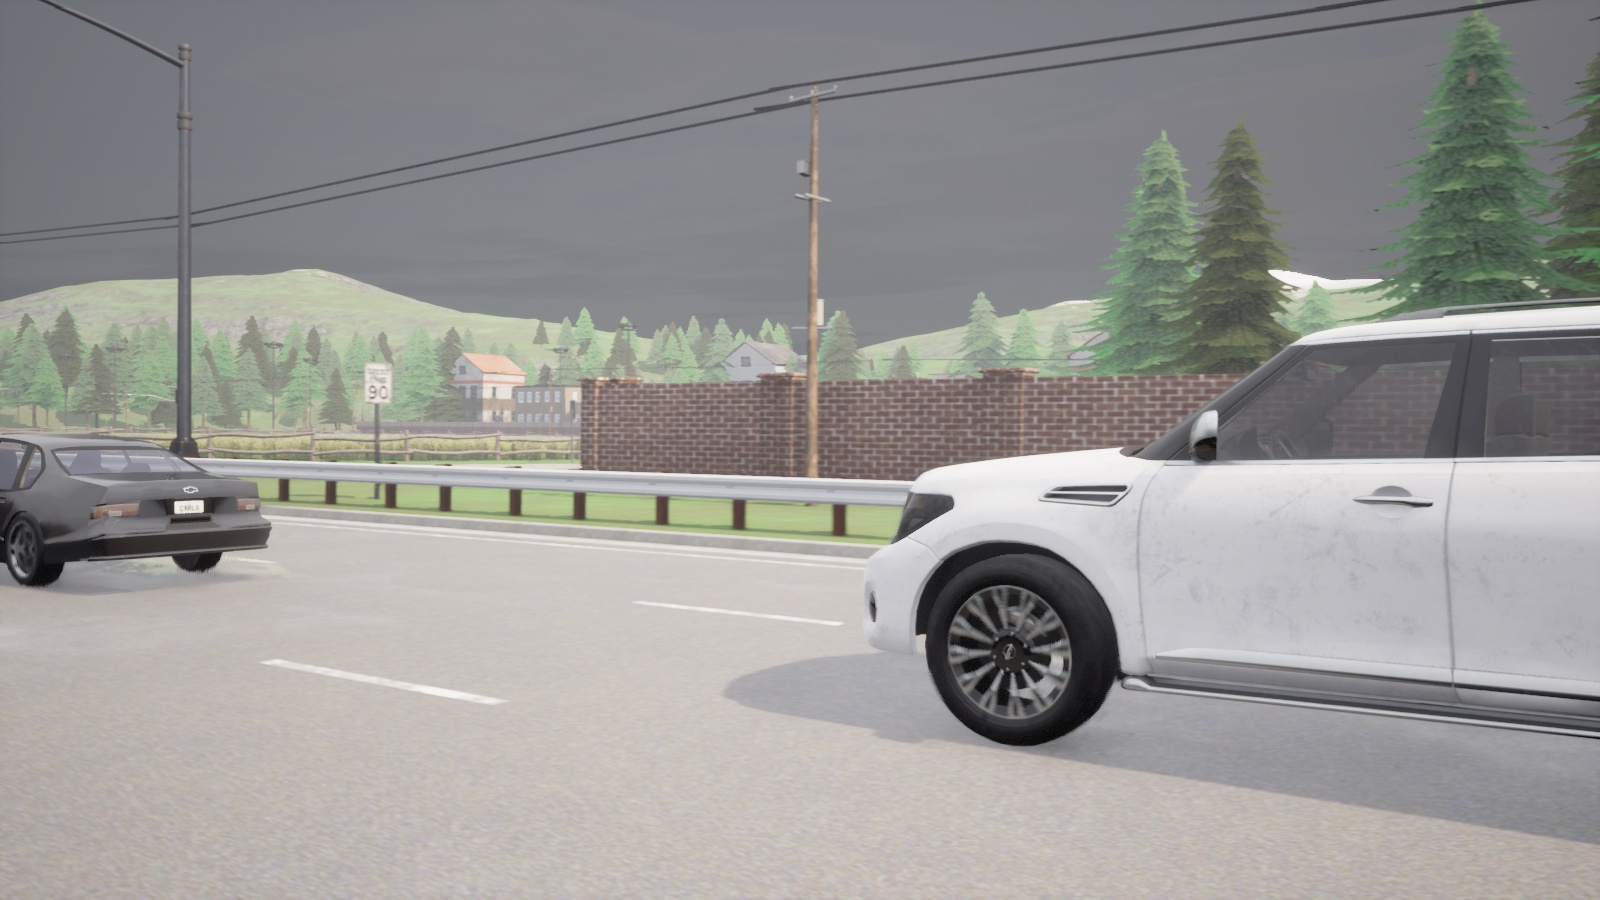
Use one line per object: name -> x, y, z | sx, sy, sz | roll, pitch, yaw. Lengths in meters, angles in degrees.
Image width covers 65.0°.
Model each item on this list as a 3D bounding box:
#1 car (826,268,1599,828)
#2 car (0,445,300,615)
car -> 3.054, 0.344, 5.791 | 5.566, 2.045, 2.150 | 0, 1, 34
car -> -7.704, 0.672, 12.944 | 5.357, 1.411, 2.033 | 0, 1, 34
